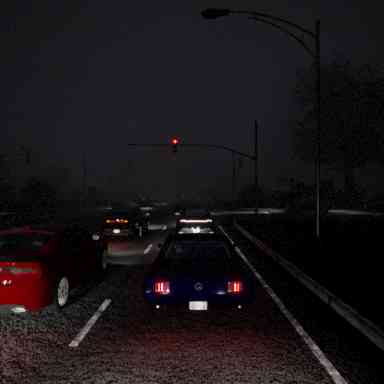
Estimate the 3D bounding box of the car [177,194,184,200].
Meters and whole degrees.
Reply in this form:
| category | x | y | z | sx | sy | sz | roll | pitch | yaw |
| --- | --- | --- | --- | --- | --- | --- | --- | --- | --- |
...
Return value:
| category | x | y | z | sx | sy | sz | roll | pitch | yaw |
| --- | --- | --- | --- | --- | --- | --- | --- | --- | --- |
| car | -3.224 | 1.328 | 95.040 | 1.882 | 1.535 | 5.008 | 0 | 0 | 1 |

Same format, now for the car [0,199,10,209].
| category | x | y | z | sx | sy | sz | roll | pitch | yaw |
| --- | --- | --- | --- | --- | --- | --- | --- | --- | --- |
| car | -25.533 | 1.491 | 41.866 | 4.902 | 1.511 | 2.128 | 0 | 0 | 4 |

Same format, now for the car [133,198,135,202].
| category | x | y | z | sx | sy | sz | roll | pitch | yaw |
| --- | --- | --- | --- | --- | --- | --- | --- | --- | --- |
| car | -10.372 | 1.548 | 65.369 | 2.033 | 1.411 | 5.357 | 0 | 0 | 1 |

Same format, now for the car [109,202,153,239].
| category | x | y | z | sx | sy | sz | roll | pitch | yaw |
| --- | --- | --- | --- | --- | --- | --- | --- | --- | --- |
| car | -3.359 | 1.505 | 17.271 | 1.837 | 1.490 | 4.892 | 0 | 0 | 0 |

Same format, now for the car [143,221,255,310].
| category | x | y | z | sx | sy | sz | roll | pitch | yaw |
| --- | --- | --- | --- | --- | --- | --- | --- | --- | --- |
| car | 0.118 | 1.601 | 7.747 | 1.895 | 1.301 | 4.718 | 0 | 0 | 0 |

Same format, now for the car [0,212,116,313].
| category | x | y | z | sx | sy | sz | roll | pitch | yaw |
| --- | --- | --- | --- | --- | --- | --- | --- | --- | --- |
| car | -3.382 | 1.478 | 7.774 | 1.882 | 1.535 | 5.008 | 0 | 0 | 0 |

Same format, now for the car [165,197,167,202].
| category | x | y | z | sx | sy | sz | roll | pitch | yaw |
| --- | --- | --- | --- | --- | --- | --- | --- | --- | --- |
| car | -6.818 | 1.595 | 74.905 | 1.895 | 1.301 | 4.718 | 0 | 0 | 0 |

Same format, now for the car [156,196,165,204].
| category | x | y | z | sx | sy | sz | roll | pitch | yaw |
| --- | --- | --- | --- | --- | --- | --- | --- | --- | --- |
| car | -6.896 | 1.477 | 63.719 | 1.882 | 1.535 | 5.008 | 0 | 0 | 1 |

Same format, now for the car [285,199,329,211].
| category | x | y | z | sx | sy | sz | roll | pitch | yaw |
| --- | --- | --- | --- | --- | --- | --- | --- | --- | --- |
| car | 13.677 | 1.526 | 39.628 | 4.674 | 1.442 | 1.812 | 0 | 0 | 5 |

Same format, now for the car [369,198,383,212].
| category | x | y | z | sx | sy | sz | roll | pitch | yaw |
| --- | --- | --- | --- | --- | --- | --- | --- | --- | --- |
| car | 22.228 | 1.470 | 35.638 | 5.008 | 1.535 | 1.882 | 0 | 0 | 3 |

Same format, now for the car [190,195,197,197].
| category | x | y | z | sx | sy | sz | roll | pitch | yaw |
| --- | --- | --- | --- | --- | --- | --- | --- | --- | --- |
| car | 0.210 | 1.500 | 84.637 | 1.837 | 1.490 | 4.892 | 0 | 0 | 0 |

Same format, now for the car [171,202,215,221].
| category | x | y | z | sx | sy | sz | roll | pitch | yaw |
| --- | --- | --- | --- | --- | --- | --- | --- | --- | --- |
| car | 0.151 | 1.491 | 17.009 | 2.128 | 1.511 | 4.902 | 0 | 0 | -1 |

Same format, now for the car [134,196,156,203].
| category | x | y | z | sx | sy | sz | roll | pitch | yaw |
| --- | --- | --- | --- | --- | --- | --- | --- | --- | --- |
| car | -6.971 | 1.601 | 49.957 | 1.895 | 1.301 | 4.718 | 0 | 0 | 0 |

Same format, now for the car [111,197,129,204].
| category | x | y | z | sx | sy | sz | roll | pitch | yaw |
| --- | --- | --- | --- | --- | --- | --- | --- | --- | --- |
| car | -10.477 | 1.526 | 48.714 | 1.812 | 1.442 | 4.674 | 0 | 0 | 0 |

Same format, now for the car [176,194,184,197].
| category | x | y | z | sx | sy | sz | roll | pitch | yaw |
| --- | --- | --- | --- | --- | --- | --- | --- | --- | --- |
| car | -3.290 | 1.532 | 84.631 | 2.033 | 1.411 | 5.357 | 0 | 0 | 0 |

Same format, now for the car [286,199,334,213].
| category | x | y | z | sx | sy | sz | roll | pitch | yaw |
| --- | --- | --- | --- | --- | --- | --- | --- | --- | --- |
| car | 12.808 | 1.491 | 36.174 | 4.902 | 1.511 | 2.128 | 0 | 0 | 3 |

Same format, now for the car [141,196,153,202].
| category | x | y | z | sx | sy | sz | roll | pitch | yaw |
| --- | --- | --- | --- | --- | --- | --- | --- | --- | --- |
| car | -10.315 | 1.540 | 76.160 | 2.033 | 1.411 | 5.357 | 0 | 0 | 0 |

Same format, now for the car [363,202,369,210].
| category | x | y | z | sx | sy | sz | roll | pitch | yaw |
| --- | --- | --- | --- | --- | --- | --- | --- | --- | --- |
| car | 22.853 | 1.484 | 39.110 | 4.902 | 1.511 | 2.128 | 0 | 0 | 3 |

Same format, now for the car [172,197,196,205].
| category | x | y | z | sx | sy | sz | roll | pitch | yaw |
| --- | --- | --- | --- | --- | --- | --- | --- | --- | --- |
| car | -0.273 | 1.564 | 35.676 | 4.181 | 1.385 | 1.994 | 0 | 0 | 37 |
